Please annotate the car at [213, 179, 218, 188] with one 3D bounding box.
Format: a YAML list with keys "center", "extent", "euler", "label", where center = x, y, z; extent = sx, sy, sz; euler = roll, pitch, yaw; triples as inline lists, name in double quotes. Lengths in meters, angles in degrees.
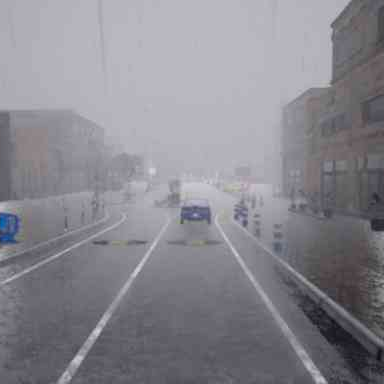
- center: [8.151, -1.469, 74.003]
  extent: [5.566, 2.045, 2.435]
  euler: [0, 3, -1]
  label: "car"

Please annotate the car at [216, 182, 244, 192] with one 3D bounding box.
- center: [8.031, -0.757, 65.759]
  extent: [5.366, 1.575, 1.946]
  euler: [0, 3, -1]
  label: "car"

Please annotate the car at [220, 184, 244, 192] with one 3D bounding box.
- center: [8.189, -0.872, 68.516]
  extent: [4.674, 1.452, 2.002]
  euler: [0, 3, -1]
  label: "car"

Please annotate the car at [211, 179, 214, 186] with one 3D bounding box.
- center: [8.003, -1.787, 85.025]
  extent: [4.892, 1.521, 2.231]
  euler: [0, 3, -1]
  label: "car"

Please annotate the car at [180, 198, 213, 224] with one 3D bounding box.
- center: [0.320, 1.133, 21.693]
  extent: [1.882, 1.535, 5.008]
  euler: [0, 1, 3]
  label: "car"

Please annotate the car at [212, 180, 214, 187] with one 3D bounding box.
- center: [8.033, -1.650, 82.273]
  extent: [4.892, 1.521, 2.231]
  euler: [0, 3, -1]
  label: "car"

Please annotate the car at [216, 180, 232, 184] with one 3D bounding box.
- center: [8.122, -1.193, 71.258]
  extent: [4.553, 1.767, 2.185]
  euler: [0, 3, -1]
  label: "car"

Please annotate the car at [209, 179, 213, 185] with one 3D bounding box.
- center: [7.939, -2.051, 90.530]
  extent: [5.008, 1.535, 2.097]
  euler: [0, 3, -1]
  label: "car"
